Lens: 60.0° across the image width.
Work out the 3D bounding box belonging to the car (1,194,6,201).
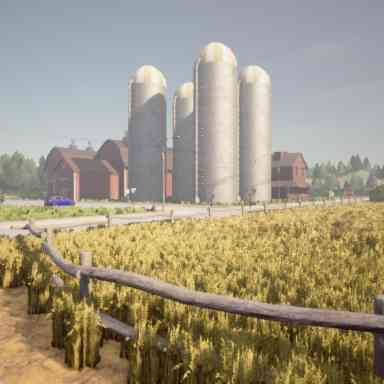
[{"bbox_3d":[-39.490,1.309,66.694,1.905,1.878,3.866,0,0,38],"label":"car"}]

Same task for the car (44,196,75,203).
[{"bbox_3d":[-20.484,1.477,51.703,2.242,1.667,4.611,0,0,38],"label":"car"}]
